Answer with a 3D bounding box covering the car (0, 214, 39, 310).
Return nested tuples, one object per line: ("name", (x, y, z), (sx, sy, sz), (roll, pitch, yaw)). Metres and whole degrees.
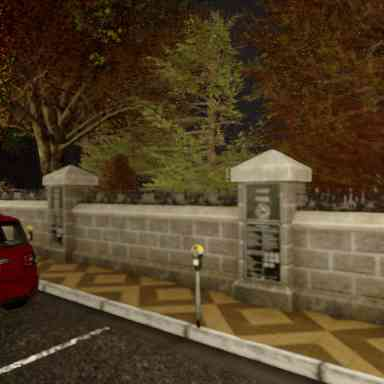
("car", (-5.025, 1.306, 6.555), (5.009, 1.841, 2.192), (0, 0, 36))
